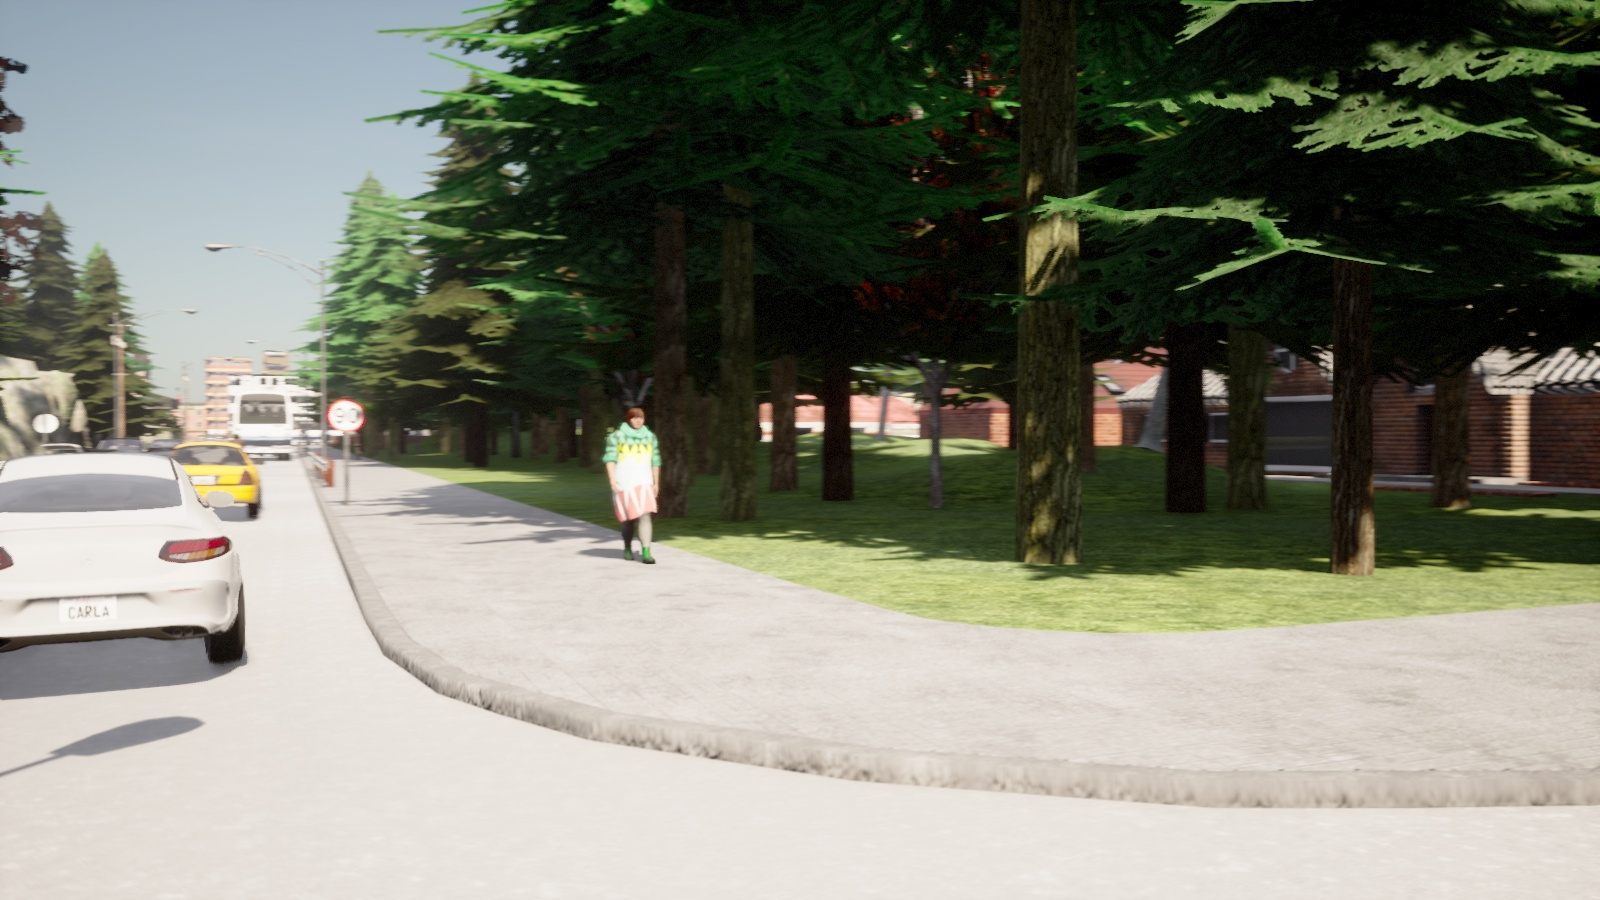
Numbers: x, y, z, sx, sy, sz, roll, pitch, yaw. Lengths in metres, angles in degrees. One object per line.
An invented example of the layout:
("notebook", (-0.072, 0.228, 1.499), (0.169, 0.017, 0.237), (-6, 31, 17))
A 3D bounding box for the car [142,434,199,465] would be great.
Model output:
("car", (-30.403, -0.053, 60.815), (2.033, 1.411, 5.357), (0, 1, -22))

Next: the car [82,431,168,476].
("car", (-23.903, 0.095, 44.633), (2.128, 1.511, 4.902), (0, 1, -22))

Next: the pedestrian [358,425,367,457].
("pedestrian", (-25.377, -0.521, 72.787), (0.431, 1.840, 0.703), (0, 1, -23))

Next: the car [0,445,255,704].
("car", (-5.308, 0.705, 9.461), (1.812, 1.442, 4.674), (0, 1, -28))

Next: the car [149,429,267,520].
("car", (-11.494, 0.392, 24.670), (1.801, 1.575, 5.366), (0, 1, -22))

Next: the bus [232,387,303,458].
("bus", (-34.025, -1.749, 80.613), (3.944, 4.253, 10.273), (0, 1, -22))

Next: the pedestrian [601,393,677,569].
("pedestrian", (-1.862, 0.341, 14.477), (0.659, 1.952, 0.873), (0, 1, -22))

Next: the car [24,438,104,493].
("car", (-18.959, 0.373, 32.434), (1.481, 1.376, 2.207), (0, 0, -22))
